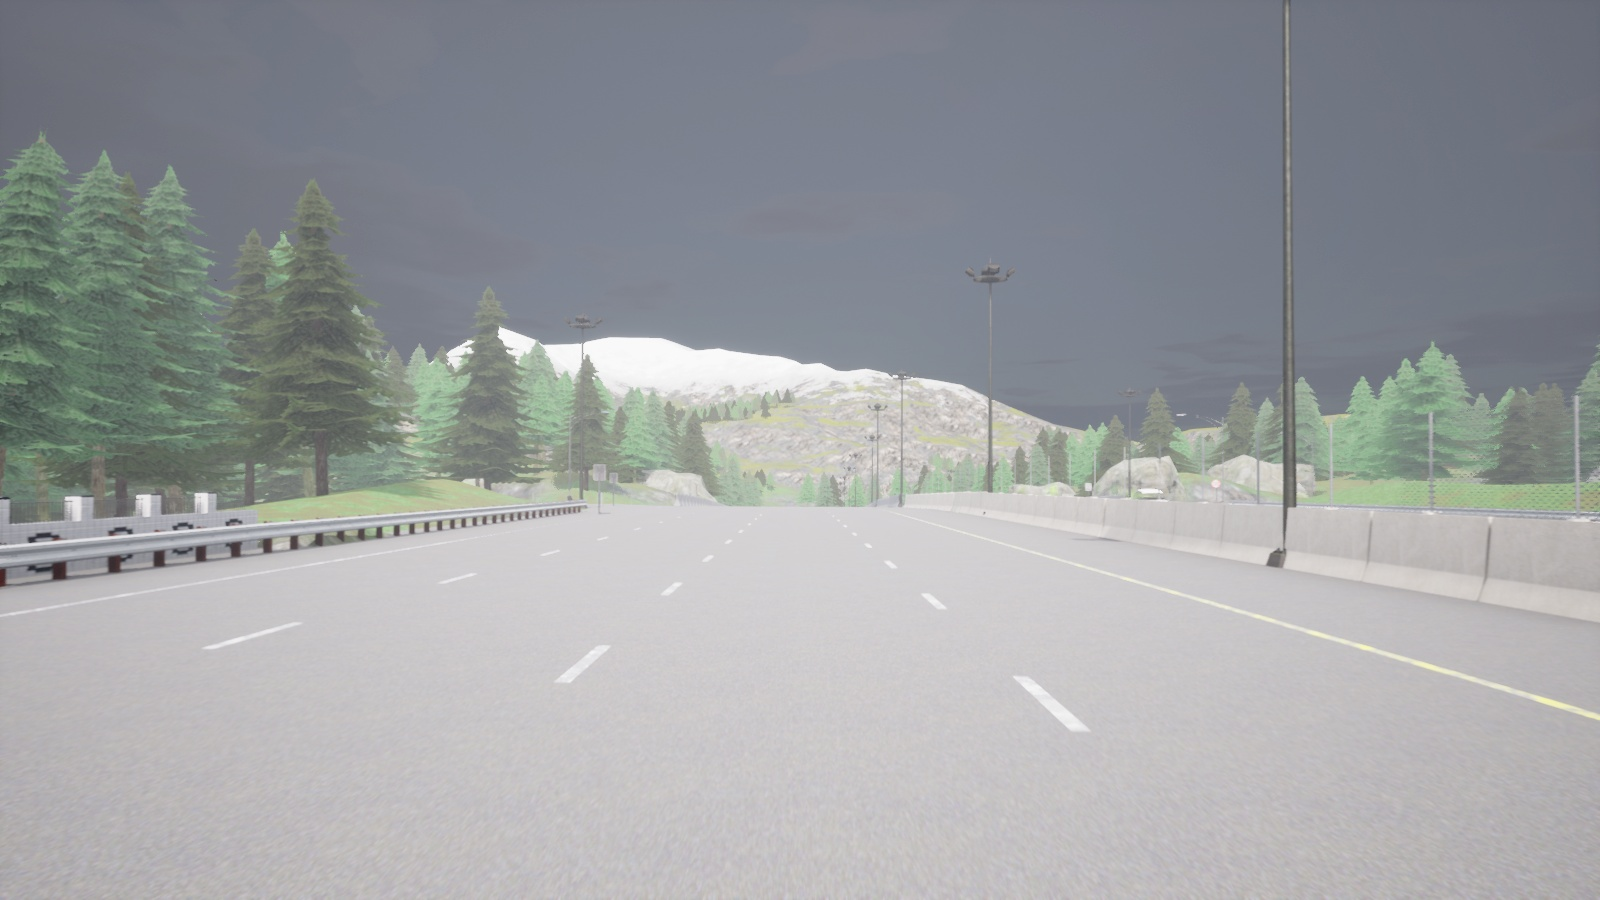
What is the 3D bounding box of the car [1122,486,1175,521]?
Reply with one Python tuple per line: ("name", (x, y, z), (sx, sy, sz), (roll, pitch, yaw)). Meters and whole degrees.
("car", (13.881, 2.114, 50.054), (1.481, 1.376, 2.207), (0, -1, 0))
